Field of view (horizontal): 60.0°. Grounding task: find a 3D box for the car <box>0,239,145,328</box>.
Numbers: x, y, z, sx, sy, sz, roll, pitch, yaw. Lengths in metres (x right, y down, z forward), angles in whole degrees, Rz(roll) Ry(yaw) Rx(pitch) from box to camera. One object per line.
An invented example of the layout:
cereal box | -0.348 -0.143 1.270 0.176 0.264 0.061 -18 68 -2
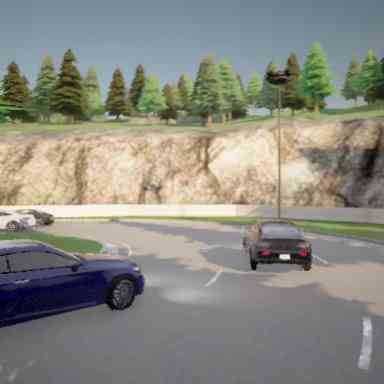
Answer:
car | -3.113 1.626 6.205 4.674 1.442 1.812 0 0 -41

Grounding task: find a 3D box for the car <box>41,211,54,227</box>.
car | -12.771 1.960 25.296 4.181 1.385 1.994 0 -1 -7

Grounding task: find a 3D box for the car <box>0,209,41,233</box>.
car | -12.830 1.871 21.790 4.674 1.442 1.812 0 -2 -10

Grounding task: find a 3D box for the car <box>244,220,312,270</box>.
car | 2.865 1.693 11.634 1.812 1.442 4.674 0 -1 6
